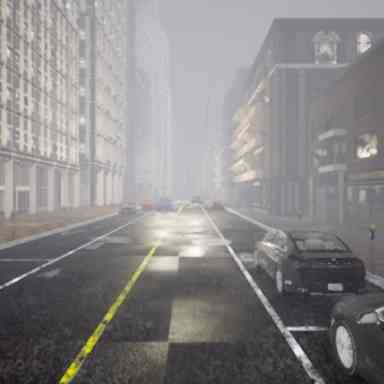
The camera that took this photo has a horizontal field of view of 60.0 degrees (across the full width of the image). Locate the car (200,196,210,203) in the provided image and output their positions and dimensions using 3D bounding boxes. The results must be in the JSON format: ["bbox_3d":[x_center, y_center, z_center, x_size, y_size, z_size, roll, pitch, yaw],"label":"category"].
[{"bbox_3d":[2.677,1.595,70.579,1.947,1.339,4.313,0,0,0],"label":"car"}]

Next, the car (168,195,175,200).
[{"bbox_3d":[-5.709,1.579,93.001,1.752,1.417,4.829,0,0,0],"label":"car"}]

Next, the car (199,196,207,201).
[{"bbox_3d":[2.674,1.591,81.876,2.008,1.369,4.403,0,0,0],"label":"car"}]

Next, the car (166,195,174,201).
[{"bbox_3d":[-5.708,1.487,87.523,1.967,1.590,4.097,0,0,0],"label":"car"}]

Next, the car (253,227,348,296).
[{"bbox_3d":[2.690,1.551,8.444,2.008,1.369,4.403,0,0,0],"label":"car"}]

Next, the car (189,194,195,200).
[{"bbox_3d":[-0.018,1.450,95.134,1.812,1.442,4.674,0,0,0],"label":"car"}]

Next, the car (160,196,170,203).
[{"bbox_3d":[-5.704,1.595,70.576,1.947,1.339,4.313,0,0,0],"label":"car"}]

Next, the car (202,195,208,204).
[{"bbox_3d":[2.683,1.450,42.336,1.967,1.590,4.097,0,0,0],"label":"car"}]

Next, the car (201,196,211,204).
[{"bbox_3d":[2.678,1.550,65.100,1.752,1.417,4.829,0,0,0],"label":"car"}]

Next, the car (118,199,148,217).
[{"bbox_3d":[-5.695,1.556,31.037,2.008,1.369,4.403,0,0,0],"label":"car"}]

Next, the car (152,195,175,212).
[{"bbox_3d":[-3.098,1.486,38.641,1.882,1.535,5.008,0,0,0],"label":"car"}]

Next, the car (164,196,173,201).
[{"bbox_3d":[-5.706,1.591,81.873,2.008,1.369,4.403,0,0,0],"label":"car"}]

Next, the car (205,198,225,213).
[{"bbox_3d":[2.684,1.589,36.687,1.802,1.307,4.206,0,0,0],"label":"car"}]

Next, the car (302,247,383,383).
[{"bbox_3d":[2.691,1.551,2.796,2.008,1.369,4.403,0,0,0],"label":"car"}]

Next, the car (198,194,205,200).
[{"bbox_3d":[2.672,1.494,93.172,1.967,1.590,4.097,0,0,0],"label":"car"}]

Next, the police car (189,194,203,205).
[{"bbox_3d":[0.888,1.446,60.102,1.930,1.638,5.238,0,0,0],"label":"police car"}]

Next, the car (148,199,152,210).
[{"bbox_3d":[-5.698,1.555,42.334,1.887,1.381,4.507,0,0,0],"label":"car"}]
